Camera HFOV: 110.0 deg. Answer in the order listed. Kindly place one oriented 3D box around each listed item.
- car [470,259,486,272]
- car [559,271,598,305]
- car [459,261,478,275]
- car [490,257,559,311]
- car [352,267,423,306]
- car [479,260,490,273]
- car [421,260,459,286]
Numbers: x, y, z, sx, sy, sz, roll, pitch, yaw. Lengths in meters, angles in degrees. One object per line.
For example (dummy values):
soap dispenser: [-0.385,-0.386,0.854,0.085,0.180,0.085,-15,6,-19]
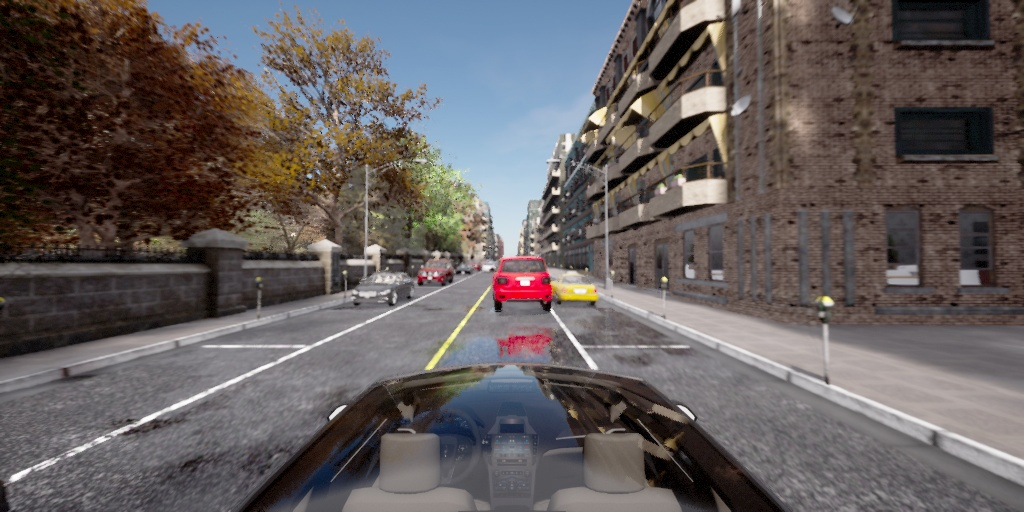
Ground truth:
car: [-5.711,1.415,54.934,2.192,1.841,5.009,0,0,0]
car: [2.686,1.371,16.444,1.751,1.417,4.829,0,0,0]
car: [-5.706,1.593,43.887,1.948,1.339,4.313,0,0,0]
car: [0.282,1.058,15.102,2.150,2.045,5.566,0,-1,-4]
car: [-5.695,1.396,16.271,2.007,1.370,4.403,0,0,0]
car: [-3.045,1.587,49.070,1.812,1.442,4.674,0,-1,0]
car: [-5.699,1.233,27.318,2.192,1.841,5.009,0,0,0]
